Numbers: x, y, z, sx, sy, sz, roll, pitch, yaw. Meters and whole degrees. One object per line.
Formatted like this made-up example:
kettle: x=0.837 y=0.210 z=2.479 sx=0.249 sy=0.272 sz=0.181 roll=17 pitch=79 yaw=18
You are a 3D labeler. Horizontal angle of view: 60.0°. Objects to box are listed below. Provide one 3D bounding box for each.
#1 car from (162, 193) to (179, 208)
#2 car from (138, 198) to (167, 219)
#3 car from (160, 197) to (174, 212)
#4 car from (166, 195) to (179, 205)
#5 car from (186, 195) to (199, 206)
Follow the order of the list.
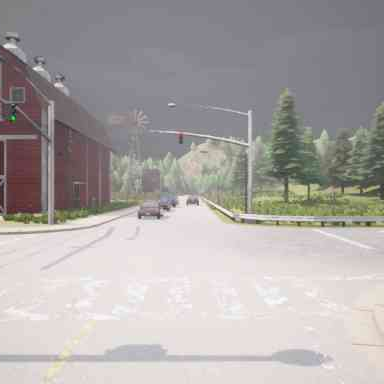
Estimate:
car: x=-3.499 y=1.221 z=49.182 sx=2.150 sy=2.045 sz=5.566 roll=0 pitch=0 yaw=0
car: x=-3.545 y=1.526 z=29.186 sx=1.812 sy=1.442 sz=4.674 roll=0 pitch=0 yaw=0
car: x=-3.526 y=1.601 z=39.087 sx=1.895 sy=1.301 sz=4.718 roll=0 pitch=0 yaw=0
car: x=-3.443 y=1.352 z=59.483 sx=2.097 sy=1.767 sz=4.553 roll=0 pitch=0 yaw=1
car: x=0.105 y=1.352 z=55.591 sx=2.097 sy=1.767 sz=4.553 roll=0 pitch=0 yaw=0
